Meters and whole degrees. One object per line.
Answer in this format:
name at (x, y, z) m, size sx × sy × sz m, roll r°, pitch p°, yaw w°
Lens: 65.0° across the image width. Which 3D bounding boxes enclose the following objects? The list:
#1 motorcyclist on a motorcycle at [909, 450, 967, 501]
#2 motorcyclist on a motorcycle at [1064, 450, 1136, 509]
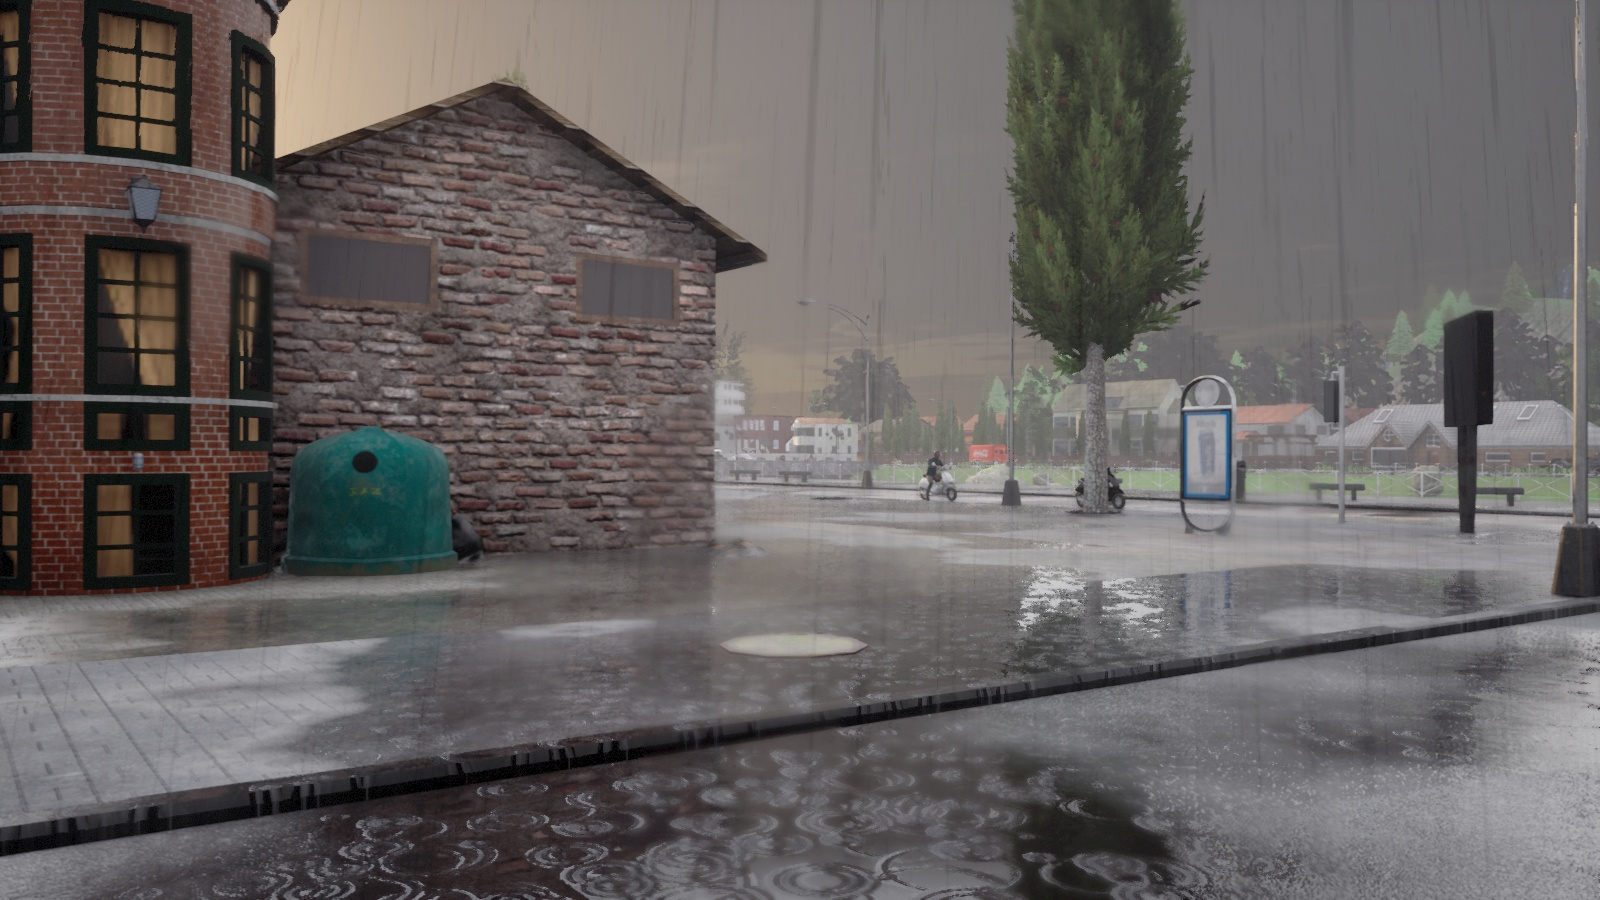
motorcyclist on a motorcycle at (4.405, 0.811, 40.293) m, size 0.866 × 1.590 × 1.817 m, roll 0°, pitch 0°, yaw -35°
motorcyclist on a motorcycle at (8.279, 0.789, 34.737) m, size 0.866 × 1.590 × 1.817 m, roll 0°, pitch 0°, yaw -35°
